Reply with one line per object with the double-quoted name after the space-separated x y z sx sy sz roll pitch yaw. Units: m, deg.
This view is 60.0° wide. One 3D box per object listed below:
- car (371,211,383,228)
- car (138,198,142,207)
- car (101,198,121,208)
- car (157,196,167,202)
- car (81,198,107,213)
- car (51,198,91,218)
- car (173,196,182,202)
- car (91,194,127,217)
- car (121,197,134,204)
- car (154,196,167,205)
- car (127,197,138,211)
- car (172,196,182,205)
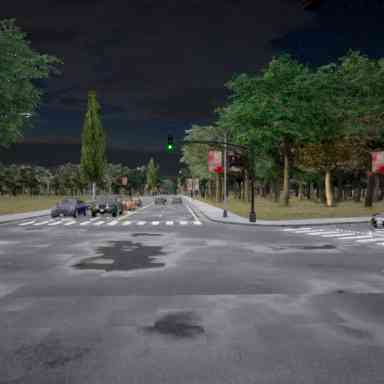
13.687 1.601 21.382 4.902 1.511 2.128 0 0 -25 "car"
-8.836 1.586 51.505 1.812 1.442 4.674 0 0 -2 "car"
-12.019 1.656 49.603 1.895 1.301 4.718 0 0 -2 "car"
-6.452 1.541 72.419 1.895 1.301 4.718 0 0 -3 "car"
-11.580 1.545 39.520 1.837 1.490 4.892 0 0 -2 "car"
-11.188 1.381 30.574 2.097 1.767 4.553 0 0 -2 "car"
-3.205 1.543 72.563 1.895 1.301 4.718 0 0 -3 "car"
-7.986 1.253 31.821 2.150 2.045 5.566 0 0 -2 "car"
-12.669 1.657 65.664 1.994 1.385 4.181 0 0 -3 "car"
-5.992 1.577 61.982 2.128 1.511 4.902 0 0 -3 "car"
-8.407 1.396 41.485 2.097 1.767 4.553 0 0 -2 "car"
-2.745 1.579 62.125 2.128 1.511 4.902 0 0 -3 "car"
